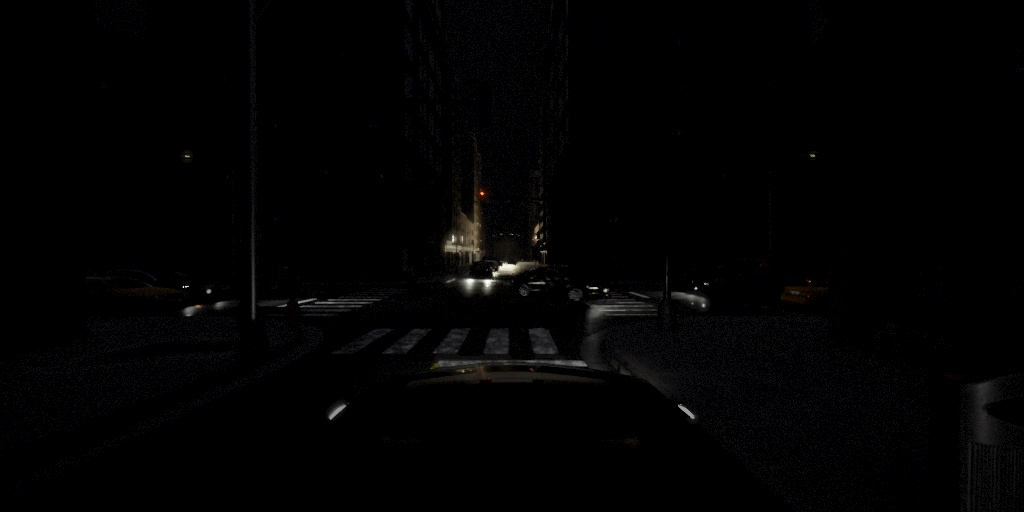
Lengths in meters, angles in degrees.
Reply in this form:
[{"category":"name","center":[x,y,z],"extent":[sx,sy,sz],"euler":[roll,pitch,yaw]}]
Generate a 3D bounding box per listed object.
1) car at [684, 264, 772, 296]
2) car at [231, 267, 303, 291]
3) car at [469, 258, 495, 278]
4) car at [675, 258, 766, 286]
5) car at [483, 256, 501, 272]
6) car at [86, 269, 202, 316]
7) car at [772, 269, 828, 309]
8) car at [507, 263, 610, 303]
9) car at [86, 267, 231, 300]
[{"category":"car","center":[12.134,1.277,18.338],"extent":[5.357,1.411,2.033],"euler":[0,0,3]},{"category":"car","center":[-14.569,1.307,20.898],"extent":[4.313,1.339,1.948],"euler":[0,0,0]},{"category":"car","center":[-2.914,1.219,33.814],"extent":[1.882,1.535,5.008],"euler":[0,0,0]},{"category":"car","center":[12.314,1.032,20.914],"extent":[5.009,1.841,2.192],"euler":[0,0,0]},{"category":"car","center":[-2.937,0.955,46.763],"extent":[2.150,2.045,5.566],"euler":[0,0,0]},{"category":"car","center":[-14.403,1.304,12.873],"extent":[4.829,1.417,1.751],"euler":[0,0,0]},{"category":"car","center":[12.480,1.280,12.889],"extent":[4.829,1.417,1.751],"euler":[0,0,0]},{"category":"car","center":[2.203,1.250,17.007],"extent":[4.892,1.490,1.837],"euler":[0,1,42]},{"category":"car","center":[-15.482,1.260,15.397],"extent":[4.902,1.511,2.128],"euler":[0,0,0]}]
